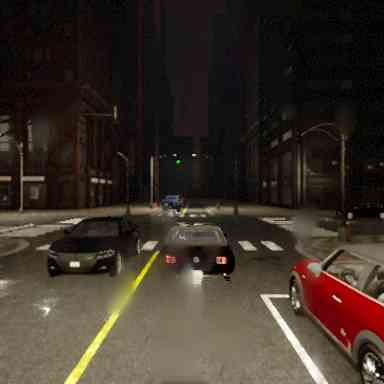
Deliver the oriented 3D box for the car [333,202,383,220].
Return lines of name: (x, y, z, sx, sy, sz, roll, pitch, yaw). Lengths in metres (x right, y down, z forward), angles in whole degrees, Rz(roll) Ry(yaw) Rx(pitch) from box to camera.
car: (15.124, 1.652, 29.634, 4.892, 1.490, 1.837, 0, 0, 0)

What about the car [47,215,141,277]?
car: (-2.877, 1.549, 10.742, 1.882, 1.535, 5.008, 0, -1, 1)

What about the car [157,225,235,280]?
car: (0.144, 1.671, 10.151, 1.895, 1.301, 4.718, 0, 0, 1)

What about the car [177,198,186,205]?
car: (-2.296, 2.098, 73.531, 1.994, 1.385, 4.181, 0, 0, 0)

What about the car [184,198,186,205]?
car: (-2.483, 1.641, 58.115, 2.150, 2.045, 5.566, 0, 0, 1)

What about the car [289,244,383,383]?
car: (2.819, 1.476, 4.907, 1.967, 1.590, 4.097, 0, 0, 1)

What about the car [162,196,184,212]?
car: (-2.591, 1.528, 43.014, 2.150, 2.045, 5.566, 0, 0, 0)
